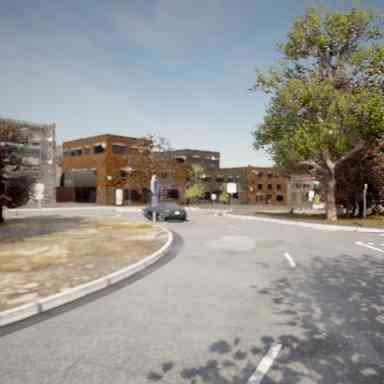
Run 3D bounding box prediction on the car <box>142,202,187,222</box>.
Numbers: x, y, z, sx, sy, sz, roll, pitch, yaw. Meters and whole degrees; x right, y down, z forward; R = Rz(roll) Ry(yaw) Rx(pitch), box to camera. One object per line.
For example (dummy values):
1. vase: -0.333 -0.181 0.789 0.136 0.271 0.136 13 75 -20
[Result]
1. car: -2.135 1.432 24.938 1.994 1.385 4.181 0 0 -34
